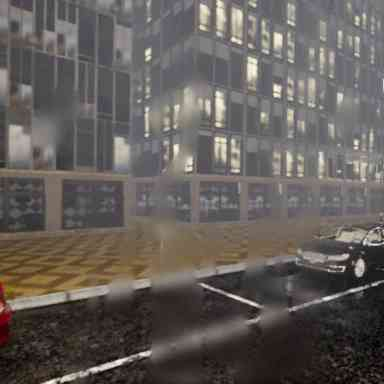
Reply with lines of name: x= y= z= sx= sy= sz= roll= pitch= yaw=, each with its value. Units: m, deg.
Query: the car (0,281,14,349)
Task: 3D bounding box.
car: x=-4.272 y=1.569 z=3.508 sx=4.206 sy=1.307 sz=1.802 roll=1 pitch=0 yaw=-35

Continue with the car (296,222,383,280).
car: x=4.999 y=1.631 z=10.119 sx=4.403 sy=1.369 sz=2.008 roll=1 pitch=0 yaw=-35
